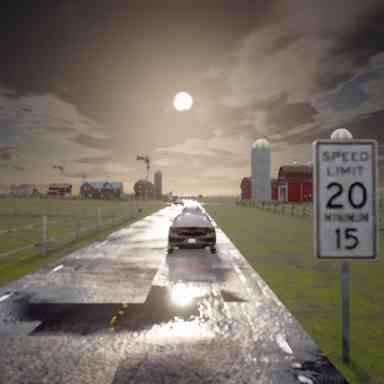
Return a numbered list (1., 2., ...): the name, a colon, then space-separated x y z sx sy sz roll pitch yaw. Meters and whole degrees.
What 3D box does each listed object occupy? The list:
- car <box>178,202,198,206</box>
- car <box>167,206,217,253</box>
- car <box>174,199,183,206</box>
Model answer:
1. car: 0.003 1.847 29.310 1.994 1.385 4.181 0 -1 0
2. car: 0.006 1.617 14.489 1.882 1.535 5.008 0 0 0
3. car: -2.751 2.210 70.789 1.812 1.442 4.674 0 -1 0
